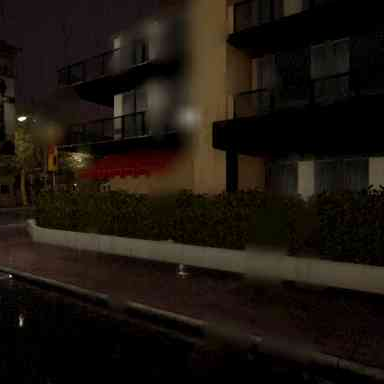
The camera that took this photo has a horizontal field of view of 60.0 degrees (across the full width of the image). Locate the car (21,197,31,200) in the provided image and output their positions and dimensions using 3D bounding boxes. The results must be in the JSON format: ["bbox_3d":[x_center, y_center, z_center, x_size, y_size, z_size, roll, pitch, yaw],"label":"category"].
[{"bbox_3d":[-35.611,1.481,67.681,4.892,1.521,2.231,0,0,36],"label":"car"}]
